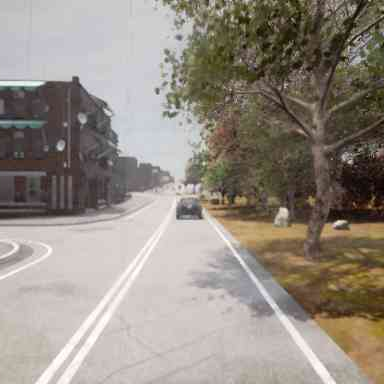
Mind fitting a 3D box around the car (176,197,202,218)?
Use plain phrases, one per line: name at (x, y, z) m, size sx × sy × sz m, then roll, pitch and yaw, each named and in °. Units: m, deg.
car at (-0.263, 1.217, 28.346) m, size 2.097 × 1.767 × 4.553 m, roll 0°, pitch 0°, yaw -1°
